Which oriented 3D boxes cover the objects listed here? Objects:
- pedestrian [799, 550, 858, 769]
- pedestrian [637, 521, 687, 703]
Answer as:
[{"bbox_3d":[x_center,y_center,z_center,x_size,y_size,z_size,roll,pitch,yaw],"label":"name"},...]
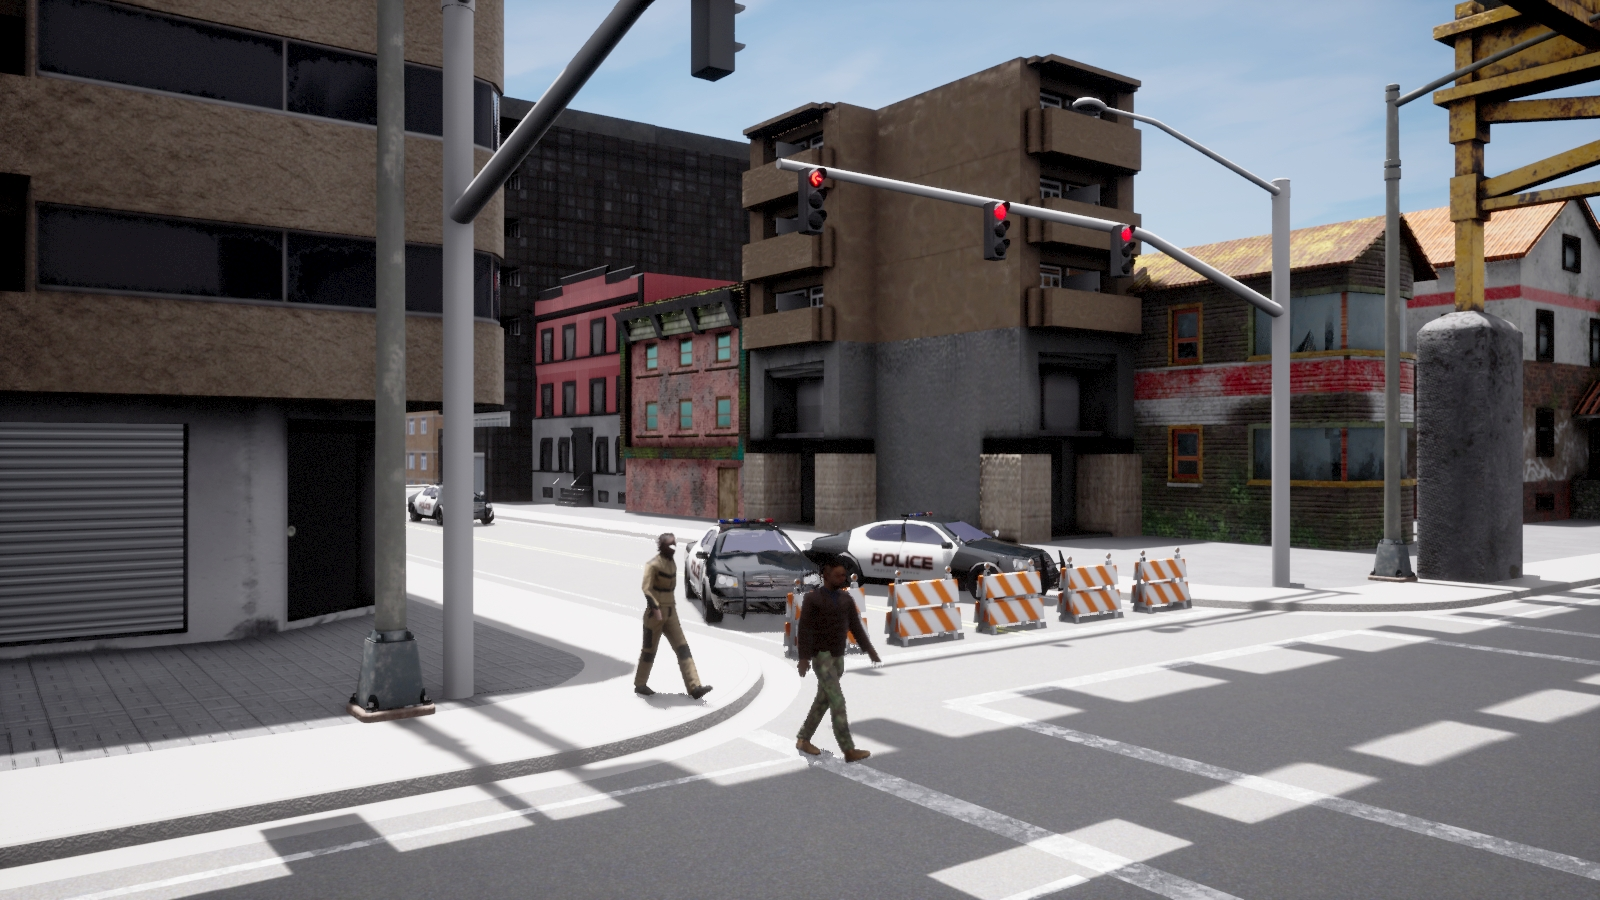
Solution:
[{"bbox_3d":[0.252,1.848,10.215,0.375,1.860,0.375,0,0,-41],"label":"pedestrian"},{"bbox_3d":[-1.463,1.699,12.136,0.375,1.860,0.375,0,0,39],"label":"pedestrian"}]
